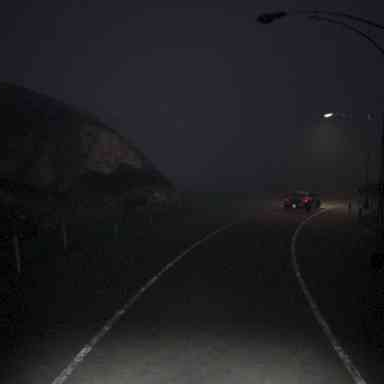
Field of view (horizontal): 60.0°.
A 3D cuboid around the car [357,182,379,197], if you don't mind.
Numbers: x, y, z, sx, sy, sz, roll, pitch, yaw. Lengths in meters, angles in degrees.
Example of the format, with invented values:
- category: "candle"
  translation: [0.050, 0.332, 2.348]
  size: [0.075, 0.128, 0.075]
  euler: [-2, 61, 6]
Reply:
- category: "car"
  translation: [20.937, -0.365, 38.106]
  size: [4.902, 1.511, 2.128]
  euler: [-3, 6, -35]

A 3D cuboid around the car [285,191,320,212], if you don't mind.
- category: "car"
  translation: [8.590, 0.629, 25.767]
  size: [1.812, 1.442, 4.674]
  euler: [3, 5, 33]
